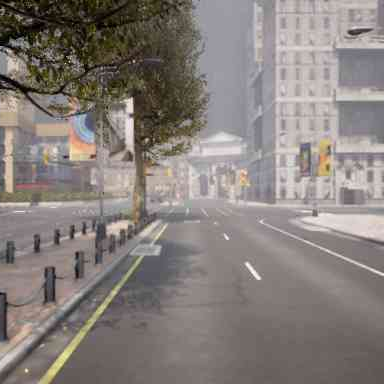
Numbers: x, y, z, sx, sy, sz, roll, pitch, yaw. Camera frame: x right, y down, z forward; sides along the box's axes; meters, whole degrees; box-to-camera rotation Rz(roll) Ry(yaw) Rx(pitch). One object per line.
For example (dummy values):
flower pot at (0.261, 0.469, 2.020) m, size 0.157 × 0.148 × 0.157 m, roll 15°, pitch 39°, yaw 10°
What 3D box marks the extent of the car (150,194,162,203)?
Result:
car at (-8.034, 1.391, 74.773) m, size 2.150 × 2.045 × 5.566 m, roll 0°, pitch 0°, yaw 0°
